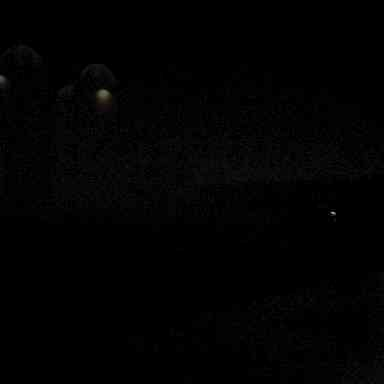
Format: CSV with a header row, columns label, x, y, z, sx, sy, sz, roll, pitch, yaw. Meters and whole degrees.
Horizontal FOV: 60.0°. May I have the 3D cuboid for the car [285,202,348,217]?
label,x,y,z,sx,sy,sz,roll,pitch,yaw
car,9.333,1.559,25.038,2.097,1.767,4.553,1,-1,-36

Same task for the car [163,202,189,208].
label,x,y,z,sx,sy,sz,roll,pitch,yaw
car,-2.274,1.875,41.245,1.895,1.301,4.718,1,0,-35
